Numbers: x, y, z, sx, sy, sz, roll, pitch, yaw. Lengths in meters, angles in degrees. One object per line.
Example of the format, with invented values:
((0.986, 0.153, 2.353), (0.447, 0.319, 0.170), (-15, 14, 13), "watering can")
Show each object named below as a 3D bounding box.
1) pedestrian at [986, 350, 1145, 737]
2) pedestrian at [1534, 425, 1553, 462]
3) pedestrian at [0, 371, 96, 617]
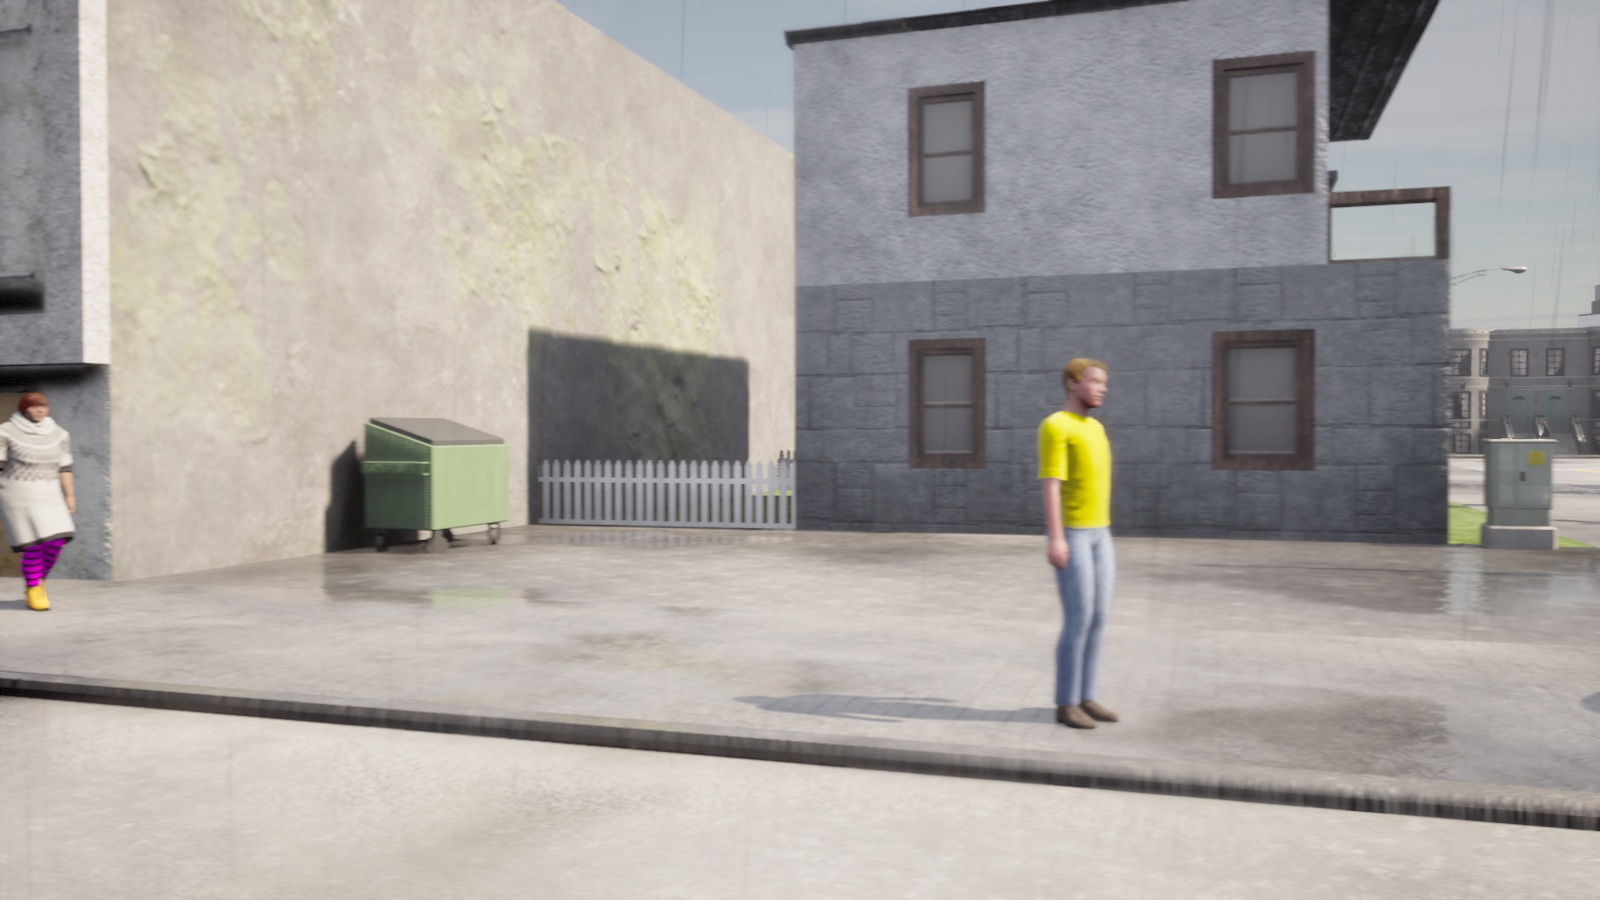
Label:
((1.331, 0.440, 6.343), (0.354, 1.836, 0.706), (-1, 1, -41), "pedestrian")
((37.640, -0.340, 63.583), (0.726, 1.842, 0.402), (1, 1, 23), "pedestrian")
((-6.458, 0.344, 10.484), (0.873, 1.952, 0.659), (1, 1, 31), "pedestrian")
